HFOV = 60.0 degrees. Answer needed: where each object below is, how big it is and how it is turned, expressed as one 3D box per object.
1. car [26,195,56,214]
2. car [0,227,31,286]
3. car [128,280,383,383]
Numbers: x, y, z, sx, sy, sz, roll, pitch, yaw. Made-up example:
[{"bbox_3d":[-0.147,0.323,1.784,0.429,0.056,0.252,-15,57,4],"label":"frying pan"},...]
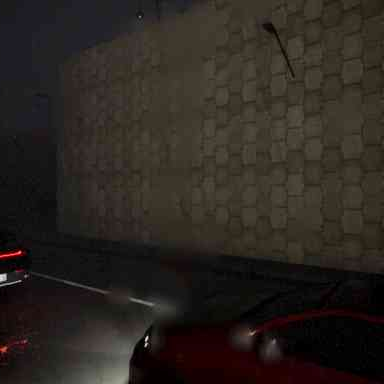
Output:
[{"bbox_3d":[-12.921,1.061,31.037,2.128,1.511,4.902,0,5,35],"label":"car"},{"bbox_3d":[-5.855,1.505,8.171,4.892,1.490,1.837,0,0,36],"label":"car"},{"bbox_3d":[1.394,1.564,2.997,4.181,1.385,1.994,0,0,36],"label":"car"}]
